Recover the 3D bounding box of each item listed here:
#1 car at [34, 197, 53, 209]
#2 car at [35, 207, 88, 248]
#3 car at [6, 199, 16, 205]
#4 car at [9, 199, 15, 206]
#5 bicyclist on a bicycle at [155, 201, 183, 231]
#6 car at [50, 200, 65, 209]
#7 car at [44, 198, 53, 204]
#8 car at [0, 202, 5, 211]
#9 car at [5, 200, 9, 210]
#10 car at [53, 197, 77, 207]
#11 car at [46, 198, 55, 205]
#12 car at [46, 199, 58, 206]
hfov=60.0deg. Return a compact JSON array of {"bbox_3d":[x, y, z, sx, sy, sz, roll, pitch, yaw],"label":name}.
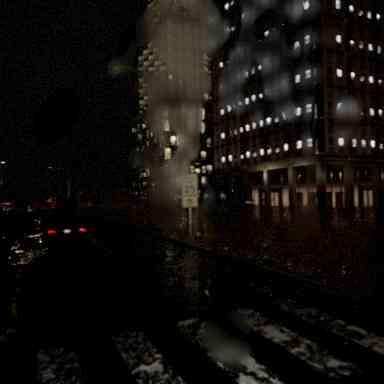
[{"bbox_3d":[-19.825,1.888,44.034,1.882,1.535,5.008,-1,0,-26],"label":"car"},{"bbox_3d":[-6.199,1.677,15.850,2.033,1.411,5.357,-1,0,-26],"label":"car"},{"bbox_3d":[-44.232,2.481,81.296,1.802,1.307,4.206,-1,0,-26],"label":"car"},{"bbox_3d":[-39.416,2.384,71.319,1.802,1.307,4.206,-1,0,-26],"label":"car"},{"bbox_3d":[-1.258,1.336,18.302,1.656,1.620,0.582,-1,0,-26],"label":"bicyclist on a bicycle"},{"bbox_3d":[-22.238,2.028,55.011,1.947,1.339,4.313,-1,0,-26],"label":"car"},{"bbox_3d":[-36.687,2.321,84.940,1.947,1.339,4.313,-1,0,-26],"label":"car"},{"bbox_3d":[-24.967,2.059,41.389,2.008,1.369,4.403,-1,0,-26],"label":"car"},{"bbox_3d":[-29.783,2.189,51.366,1.802,1.307,4.206,-1,0,-26],"label":"car"},{"bbox_3d":[-15.018,1.630,40.046,2.192,1.841,5.009,-1,0,-26],"label":"car"},{"bbox_3d":[-31.946,2.184,75.117,1.752,1.417,4.829,-1,0,-26],"label":"car"},{"bbox_3d":[-29.463,2.159,69.976,2.008,1.369,4.403,-1,0,-26],"label":"car"}]
